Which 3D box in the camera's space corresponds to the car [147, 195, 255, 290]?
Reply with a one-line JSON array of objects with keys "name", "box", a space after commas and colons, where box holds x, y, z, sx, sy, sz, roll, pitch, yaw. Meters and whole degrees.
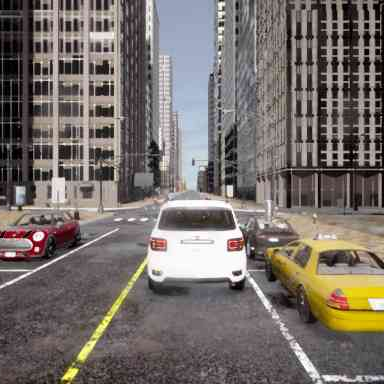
[{"name": "car", "box": [0.107, 1.220, 9.212, 2.150, 2.045, 5.566, 0, 0, 0]}]

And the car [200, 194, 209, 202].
[{"name": "car", "box": [2.748, 1.353, 73.053, 1.967, 1.590, 4.097, 0, 0, 0]}]

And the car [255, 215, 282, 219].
[{"name": "car", "box": [2.702, 1.548, 12.425, 2.008, 1.369, 4.403, 0, 0, 0]}]

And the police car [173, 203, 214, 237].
[{"name": "police car", "box": [0.111, 1.497, 19.132, 2.038, 1.542, 4.974, 0, 0, 1]}]

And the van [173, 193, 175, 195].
[{"name": "van", "box": [-5.622, 1.225, 84.433, 1.690, 1.788, 3.998, 0, 0, 0]}]

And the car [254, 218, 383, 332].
[{"name": "car", "box": [2.697, 1.525, 6.927, 1.752, 1.417, 4.829, 0, 0, 0]}]

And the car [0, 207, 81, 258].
[{"name": "car", "box": [-5.678, 1.437, 12.430, 1.967, 1.590, 4.097, 0, 0, 0]}]

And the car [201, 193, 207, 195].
[{"name": "car", "box": [2.836, 1.380, 61.685, 1.967, 1.590, 4.097, 0, 0, 0]}]

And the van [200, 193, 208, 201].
[{"name": "van", "box": [2.753, 1.239, 78.738, 1.690, 1.788, 3.998, 0, 0, 0]}]

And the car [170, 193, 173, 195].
[{"name": "car", "box": [-5.665, 1.242, 67.378, 2.192, 1.841, 5.009, 0, 0, 0]}]

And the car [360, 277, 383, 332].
[{"name": "car", "box": [2.693, 1.551, 1.086, 2.008, 1.369, 4.403, 0, 0, 0]}]

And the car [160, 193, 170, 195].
[{"name": "car", "box": [-5.736, 1.380, 61.693, 1.967, 1.590, 4.097, 0, 0, 0]}]
